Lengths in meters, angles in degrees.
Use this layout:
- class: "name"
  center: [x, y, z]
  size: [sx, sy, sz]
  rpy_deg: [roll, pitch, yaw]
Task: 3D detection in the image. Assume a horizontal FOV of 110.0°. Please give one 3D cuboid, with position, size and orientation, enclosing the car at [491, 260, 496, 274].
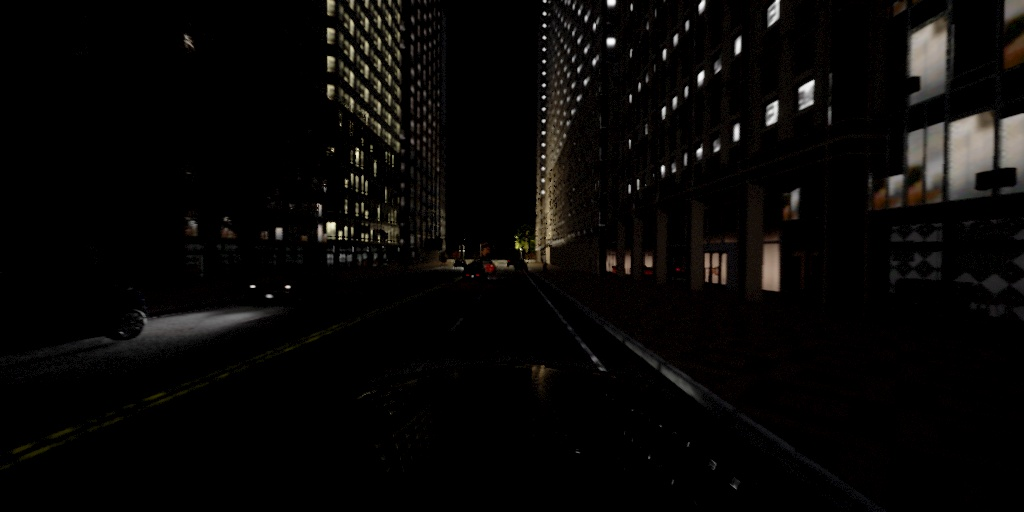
- class: "car"
  center: [-3.076, 1.225, 43.583]
  size: [2.097, 1.767, 4.553]
  rpy_deg: [0, 0, 0]

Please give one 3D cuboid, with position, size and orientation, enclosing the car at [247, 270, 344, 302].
- class: "car"
  center: [-9.817, 1.334, 16.717]
  size: [1.895, 1.301, 4.718]
  rpy_deg: [0, 0, 0]

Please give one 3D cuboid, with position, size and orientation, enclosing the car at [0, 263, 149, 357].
- class: "car"
  center: [-9.842, 1.049, 6.686]
  size: [2.097, 1.767, 4.553]
  rpy_deg: [0, 0, 0]

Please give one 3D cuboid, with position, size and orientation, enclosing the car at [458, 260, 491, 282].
- class: "car"
  center: [-3.100, 1.337, 30.612]
  size: [1.837, 1.490, 4.892]
  rpy_deg: [0, 0, 0]

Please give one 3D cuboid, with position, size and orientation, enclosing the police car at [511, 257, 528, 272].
- class: "police car"
  center: [1.228, 1.355, 51.741]
  size: [1.930, 1.638, 5.238]
  rpy_deg: [0, 0, 0]
